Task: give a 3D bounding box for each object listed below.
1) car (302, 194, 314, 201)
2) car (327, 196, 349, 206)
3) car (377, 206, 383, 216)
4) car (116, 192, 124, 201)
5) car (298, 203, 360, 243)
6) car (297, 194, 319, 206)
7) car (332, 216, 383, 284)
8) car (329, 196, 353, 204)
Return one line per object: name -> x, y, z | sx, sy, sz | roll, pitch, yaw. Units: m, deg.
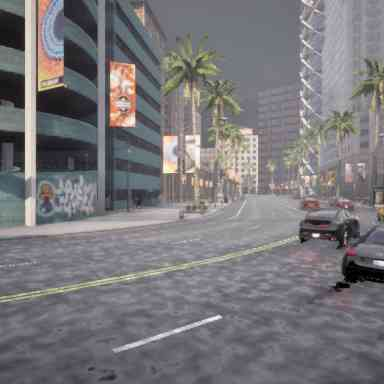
car -> 29.243, 1.301, 83.729 | 2.185, 1.767, 4.553 | 0, 0, 10
car -> 24.054, 1.449, 54.816 | 2.231, 1.521, 4.892 | 0, 0, 10
car -> 14.391, 1.445, 23.540 | 1.801, 1.575, 5.366 | 0, 0, 21
car -> -11.626, 0.978, 53.577 | 2.435, 2.045, 5.566 | 0, 0, 10
car -> 6.420, 1.496, 15.385 | 1.837, 1.490, 4.892 | 1, 0, 36
car -> 15.534, 1.450, 44.151 | 1.882, 1.535, 5.008 | 0, 0, 10
car -> 5.596, 1.560, 8.850 | 1.994, 1.385, 4.181 | 0, 0, 43
car -> 18.568, 1.502, 41.338 | 1.812, 1.442, 4.674 | 0, 0, 11
